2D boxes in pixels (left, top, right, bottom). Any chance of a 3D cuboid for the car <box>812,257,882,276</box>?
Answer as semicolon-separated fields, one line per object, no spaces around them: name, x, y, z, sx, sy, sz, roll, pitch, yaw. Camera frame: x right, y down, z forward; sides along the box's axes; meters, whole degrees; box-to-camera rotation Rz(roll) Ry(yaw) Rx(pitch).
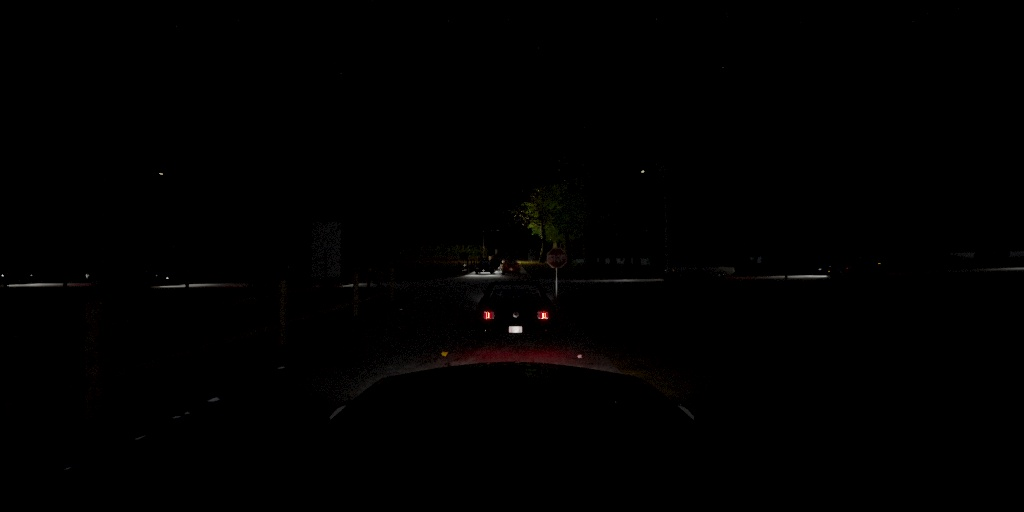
car;25.651;0.777;27.553;4.181;1.385;1.994;-2;-1;0

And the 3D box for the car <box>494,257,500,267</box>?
car;-2.924;1.250;49.784;1.895;1.301;4.718;0;0;0

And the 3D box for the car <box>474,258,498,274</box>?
car;-2.948;1.233;39.984;1.812;1.442;4.674;0;0;1

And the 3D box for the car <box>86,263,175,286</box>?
car;-25.823;1.246;24.356;4.892;1.490;1.837;0;-1;0

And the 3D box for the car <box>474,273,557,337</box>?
car;0.082;1.352;10.226;1.895;1.301;4.718;0;0;0

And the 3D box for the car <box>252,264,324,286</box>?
car;-15.299;1.272;24.405;4.674;1.442;1.812;0;-1;0

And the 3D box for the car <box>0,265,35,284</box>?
car;-36.019;1.197;24.314;5.357;1.411;2.033;1;-1;0

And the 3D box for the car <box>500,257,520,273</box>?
car;-0.099;1.188;39.467;1.882;1.535;5.008;0;0;0

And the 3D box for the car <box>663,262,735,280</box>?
car;14.196;1.121;27.496;4.718;1.301;1.895;-1;-1;0

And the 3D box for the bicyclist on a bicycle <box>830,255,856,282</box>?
bicyclist on a bicycle;19.857;0.746;21.541;0.582;1.620;1.656;-1;-1;0
